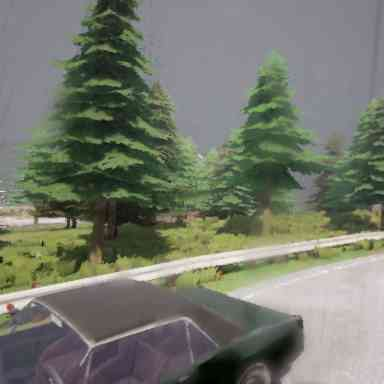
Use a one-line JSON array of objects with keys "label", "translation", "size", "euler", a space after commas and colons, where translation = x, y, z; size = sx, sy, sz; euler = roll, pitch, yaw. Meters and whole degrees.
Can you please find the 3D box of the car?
[{"label": "car", "translation": [-1.039, 1.636, 2.910], "size": [4.718, 1.301, 1.895], "euler": [-1, 0, -41]}]
